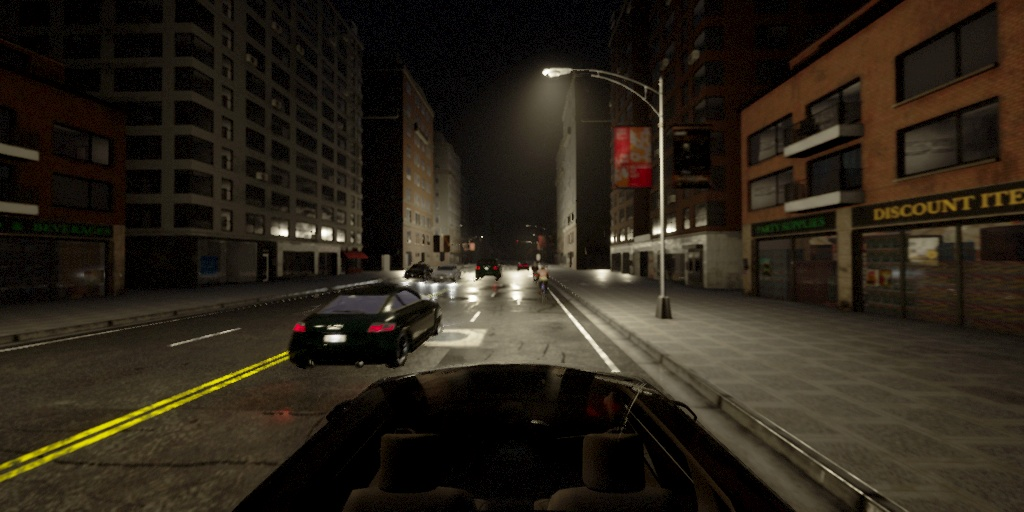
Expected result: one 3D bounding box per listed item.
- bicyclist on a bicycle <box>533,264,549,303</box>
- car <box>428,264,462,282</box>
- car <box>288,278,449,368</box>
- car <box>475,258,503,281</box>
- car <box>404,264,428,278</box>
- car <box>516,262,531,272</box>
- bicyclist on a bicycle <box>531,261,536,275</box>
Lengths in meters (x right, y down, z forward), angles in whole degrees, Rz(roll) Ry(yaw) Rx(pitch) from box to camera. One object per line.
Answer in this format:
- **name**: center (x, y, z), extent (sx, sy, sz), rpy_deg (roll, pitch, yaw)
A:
- **bicyclist on a bicycle**: center (1.386, 1.291, 15.941), extent (0.582, 1.620, 1.656), rpy_deg (0, -1, 2)
- **car**: center (-5.642, 1.489, 31.390), extent (1.812, 1.442, 4.674), rpy_deg (0, 0, 2)
- **car**: center (-2.898, 1.364, 8.002), extent (1.994, 1.385, 4.181), rpy_deg (0, 0, 2)
- **car**: center (-2.122, 1.190, 33.715), extent (2.150, 2.045, 5.566), rpy_deg (0, 0, 2)
- **car**: center (-8.802, 1.498, 34.347), extent (1.837, 1.490, 4.892), rpy_deg (0, 0, 2)
- **car**: center (1.742, 1.595, 54.060), extent (1.837, 1.490, 4.892), rpy_deg (0, 0, 2)
- **bicyclist on a bicycle**: center (1.705, 1.277, 26.502), extent (0.659, 1.776, 1.843), rpy_deg (0, 0, 2)
